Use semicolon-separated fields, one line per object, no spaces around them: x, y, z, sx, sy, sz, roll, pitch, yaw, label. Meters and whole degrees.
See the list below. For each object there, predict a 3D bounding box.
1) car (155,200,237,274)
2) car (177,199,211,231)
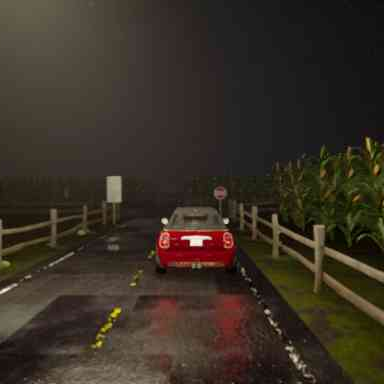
0.106;1.236;10.284;2.097;1.767;4.553;0;1;0;car
0.150;1.280;20.164;1.837;1.490;4.892;0;1;1;car
